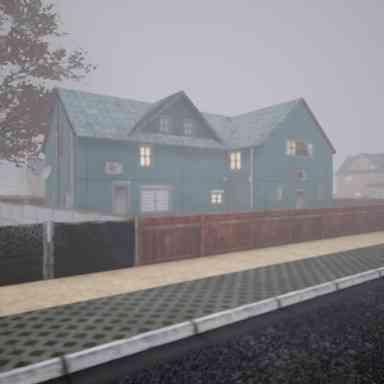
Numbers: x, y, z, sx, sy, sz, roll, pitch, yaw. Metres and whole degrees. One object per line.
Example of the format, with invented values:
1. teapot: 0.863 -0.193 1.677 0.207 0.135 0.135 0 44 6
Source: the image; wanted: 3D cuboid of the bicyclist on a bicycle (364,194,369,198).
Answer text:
1. bicyclist on a bicycle: 20.410 1.102 38.883 1.656 1.620 0.582 -1 1 -36
